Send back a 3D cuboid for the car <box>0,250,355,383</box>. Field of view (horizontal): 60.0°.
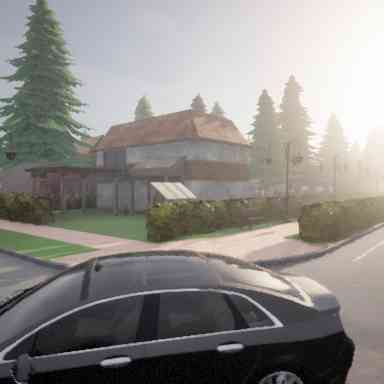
[{"bbox_3d":[-0.746,1.504,3.588,4.892,1.490,1.837,0,6,-12],"label":"car"}]
